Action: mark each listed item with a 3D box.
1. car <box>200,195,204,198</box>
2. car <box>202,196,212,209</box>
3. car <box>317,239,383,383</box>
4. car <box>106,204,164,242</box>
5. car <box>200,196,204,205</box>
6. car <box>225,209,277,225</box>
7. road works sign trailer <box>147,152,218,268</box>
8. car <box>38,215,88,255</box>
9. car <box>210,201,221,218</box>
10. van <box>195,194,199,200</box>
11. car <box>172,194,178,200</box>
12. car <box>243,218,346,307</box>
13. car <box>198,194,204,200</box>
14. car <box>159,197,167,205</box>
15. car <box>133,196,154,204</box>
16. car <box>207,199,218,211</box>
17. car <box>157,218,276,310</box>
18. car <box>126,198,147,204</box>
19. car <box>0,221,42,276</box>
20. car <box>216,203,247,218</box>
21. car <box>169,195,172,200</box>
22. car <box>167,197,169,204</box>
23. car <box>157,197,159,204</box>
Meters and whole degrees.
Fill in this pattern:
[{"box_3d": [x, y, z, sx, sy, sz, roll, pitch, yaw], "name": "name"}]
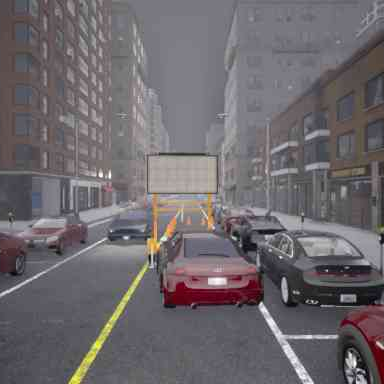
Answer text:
[{"box_3d": [2.548, 1.612, 51.916, 1.802, 1.307, 4.206, 0, 0, 0], "name": "car"}, {"box_3d": [2.566, 1.573, 40.878, 2.008, 1.369, 4.403, 0, 0, 0], "name": "car"}, {"box_3d": [2.633, 1.440, 2.246, 1.967, 1.590, 4.097, 0, 0, 0], "name": "car"}, {"box_3d": [-2.777, 1.552, 16.698, 2.033, 1.411, 5.357, 0, 0, 0], "name": "car"}, {"box_3d": [2.557, 1.577, 46.397, 2.008, 1.369, 4.403, 0, 0, 0], "name": "car"}, {"box_3d": [2.614, 1.569, 13.283, 1.947, 1.339, 4.313, 0, 0, 0], "name": "car"}, {"box_3d": [-0.335, 0.467, 11.377, 2.380, 3.560, 2.880, 0, 0, -6], "name": "road works sign trailer"}, {"box_3d": [-5.411, 1.585, 13.265, 1.802, 1.307, 4.206, 0, 0, 0], "name": "car"}, {"box_3d": [2.595, 1.561, 24.321, 2.008, 1.369, 4.403, 0, 0, 0], "name": "car"}, {"box_3d": [2.482, 1.396, 90.035, 1.690, 1.788, 3.998, 0, 0, 0], "name": "van"}, {"box_3d": [-5.543, 1.605, 90.012, 2.008, 1.369, 4.403, 0, 0, 0], "name": "car"}, {"box_3d": [2.623, 1.551, 7.765, 2.008, 1.369, 4.403, 0, 0, 0], "name": "car"}, {"box_3d": [2.538, 1.474, 57.435, 1.967, 1.590, 4.097, 0, 0, 0], "name": "car"}, {"box_3d": [-5.478, 1.470, 51.895, 1.967, 1.590, 4.097, 0, 0, 0], "name": "car"}, {"box_3d": [-5.449, 1.333, 35.339, 2.192, 1.841, 5.009, 0, 0, 0], "name": "car"}, {"box_3d": [2.585, 1.596, 29.840, 1.802, 1.307, 4.206, 0, 0, 0], "name": "car"}, {"box_3d": [0.212, 1.558, 7.916, 1.994, 1.385, 4.181, 1, 0, -7], "name": "car"}, {"box_3d": [-5.435, 1.539, 29.652, 1.752, 1.417, 4.829, 0, 0, 0], "name": "car"}, {"box_3d": [-5.401, 1.582, 7.748, 1.802, 1.307, 4.206, 0, 0, 0], "name": "car"}, {"box_3d": [2.604, 1.551, 18.802, 1.887, 1.381, 4.507, 0, 0, 0], "name": "car"}, {"box_3d": [-5.496, 1.588, 62.931, 2.008, 1.369, 4.403, 0, 0, 0], "name": "car"}, {"box_3d": [-5.487, 1.559, 57.242, 1.752, 1.417, 4.829, 0, 0, 0], "name": "car"}, {"box_3d": [-5.459, 1.604, 40.857, 1.802, 1.307, 4.206, 0, 0, 0], "name": "car"}]
